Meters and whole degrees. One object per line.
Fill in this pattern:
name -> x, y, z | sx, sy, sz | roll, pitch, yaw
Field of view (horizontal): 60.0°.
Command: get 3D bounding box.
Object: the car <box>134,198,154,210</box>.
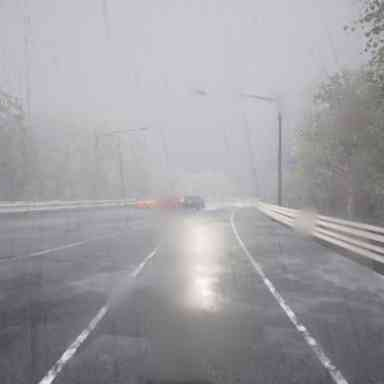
car -> -6.517, 1.614, 47.542 | 2.097, 1.767, 4.553 | 0, -1, 13

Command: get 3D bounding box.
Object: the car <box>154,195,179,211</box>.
car -> -3.090, 1.497, 46.820 | 2.150, 2.045, 5.566 | 0, -1, 13

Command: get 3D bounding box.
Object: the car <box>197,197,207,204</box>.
car -> 2.661, 2.227, 88.282 | 1.882, 1.535, 5.008 | 0, -1, 13

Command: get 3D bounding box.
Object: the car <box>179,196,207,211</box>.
car -> 0.303, 1.508, 45.993 | 2.150, 2.045, 5.566 | 0, -1, 13
